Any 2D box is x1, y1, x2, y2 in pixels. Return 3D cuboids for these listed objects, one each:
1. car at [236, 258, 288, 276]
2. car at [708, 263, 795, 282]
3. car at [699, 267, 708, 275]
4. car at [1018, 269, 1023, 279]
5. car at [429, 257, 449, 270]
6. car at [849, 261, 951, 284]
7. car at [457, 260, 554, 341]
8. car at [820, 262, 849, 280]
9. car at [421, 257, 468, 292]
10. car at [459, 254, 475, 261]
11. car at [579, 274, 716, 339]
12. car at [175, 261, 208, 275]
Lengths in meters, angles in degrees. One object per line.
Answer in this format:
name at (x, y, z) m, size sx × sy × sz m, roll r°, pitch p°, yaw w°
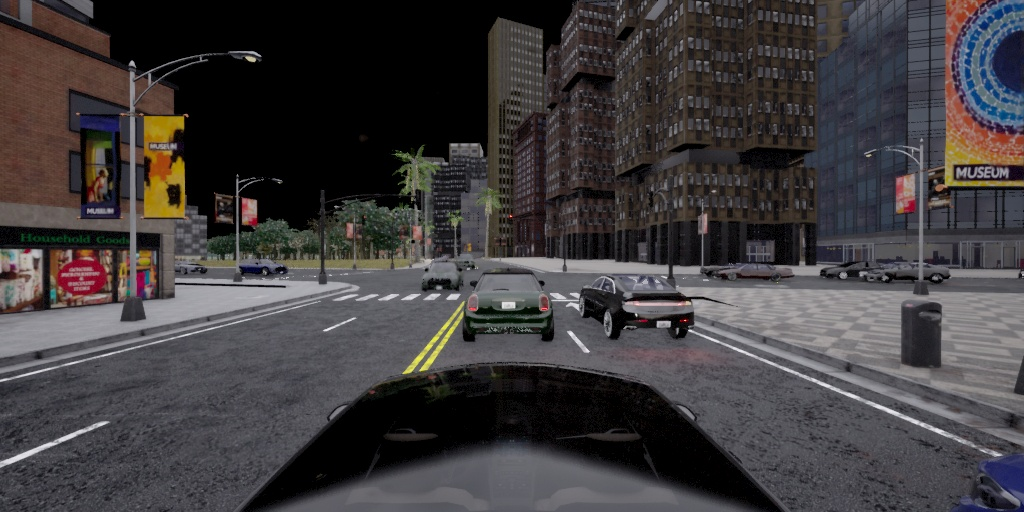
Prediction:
car at (-24.289, 0.994, 34.912) m, size 4.553 × 1.767 × 2.097 m, roll 0°, pitch 0°, yaw 13°
car at (18.930, 1.240, 28.345) m, size 5.357 × 1.411 × 2.033 m, roll 0°, pitch 0°, yaw 13°
car at (19.303, 1.281, 31.597) m, size 4.718 × 1.301 × 1.895 m, roll 0°, pitch 0°, yaw 11°
car at (41.060, 1.190, 26.438) m, size 4.902 × 1.511 × 2.128 m, roll 0°, pitch 0°, yaw 14°
car at (-9.857, 0.982, 48.892) m, size 2.128 × 1.511 × 4.902 m, roll 0°, pitch 1°, yaw -6°
car at (28.408, 1.190, 26.105) m, size 4.902 × 1.511 × 2.128 m, roll 0°, pitch 0°, yaw 13°
car at (-0.122, 1.102, 10.008) m, size 2.097 × 1.767 × 4.553 m, roll 0°, pitch 0°, yaw -1°
car at (28.366, 1.190, 29.453) m, size 4.892 × 1.490 × 1.837 m, roll 0°, pitch 0°, yaw 13°
car at (-3.989, 1.097, 21.246) m, size 2.097 × 1.767 × 4.553 m, roll 0°, pitch 0°, yaw -3°
car at (-6.171, 0.731, 47.771) m, size 2.150 × 2.045 × 5.566 m, roll 0°, pitch 1°, yaw -10°
car at (3.172, 1.241, 10.058) m, size 2.128 × 1.511 × 4.902 m, roll 0°, pitch 0°, yaw -1°
car at (-33.968, 1.184, 37.202) m, size 4.181 × 1.385 × 1.994 m, roll 0°, pitch 0°, yaw 13°
